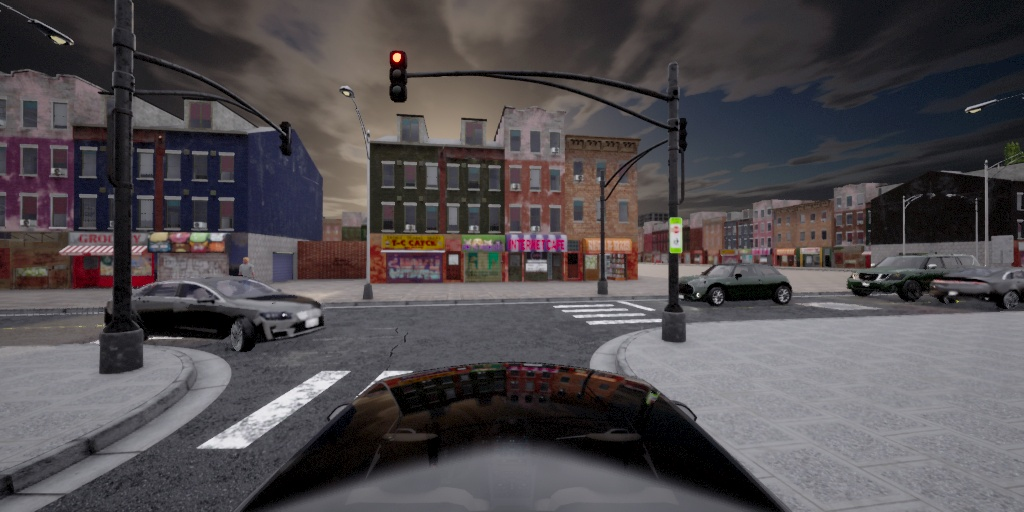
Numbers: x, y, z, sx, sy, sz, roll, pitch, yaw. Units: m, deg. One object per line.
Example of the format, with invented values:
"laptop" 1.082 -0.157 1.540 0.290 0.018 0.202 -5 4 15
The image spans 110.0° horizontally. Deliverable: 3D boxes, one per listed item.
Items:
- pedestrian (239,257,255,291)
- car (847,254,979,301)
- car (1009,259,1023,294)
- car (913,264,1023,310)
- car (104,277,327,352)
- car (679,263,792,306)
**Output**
"pedestrian" -11.105 0.945 14.964 0.375 1.860 0.375 0 0 -9
"car" 18.779 0.928 16.698 5.566 2.045 2.150 0 0 -9
"car" 28.627 1.034 18.197 4.553 1.767 2.097 0 0 -8
"car" 18.798 1.182 13.718 4.902 1.511 2.128 0 0 -9
"car" -6.917 1.248 8.510 4.902 1.511 2.128 0 0 10
"car" 9.178 1.083 15.164 4.553 1.767 2.097 0 0 -10
